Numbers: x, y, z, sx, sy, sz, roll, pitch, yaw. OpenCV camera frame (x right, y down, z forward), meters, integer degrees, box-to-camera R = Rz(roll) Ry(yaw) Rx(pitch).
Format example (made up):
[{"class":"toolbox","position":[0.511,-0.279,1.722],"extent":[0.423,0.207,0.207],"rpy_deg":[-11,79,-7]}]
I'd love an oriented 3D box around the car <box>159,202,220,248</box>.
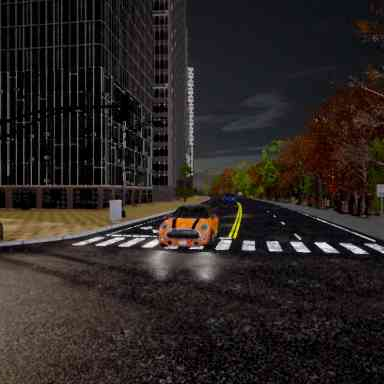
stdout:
[{"class":"car","position":[0.026,1.348,14.805],"extent":[2.097,1.767,4.553],"rpy_deg":[0,0,10]}]

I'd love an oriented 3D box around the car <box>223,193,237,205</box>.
[{"class":"car","position":[6.770,1.166,58.841],"extent":[2.150,2.045,5.566],"rpy_deg":[0,0,7]}]
